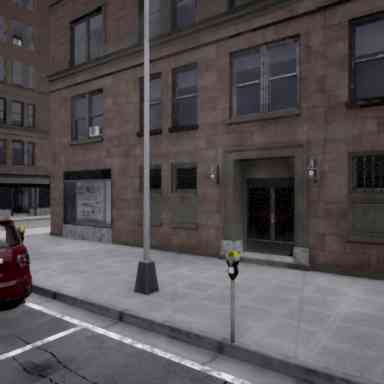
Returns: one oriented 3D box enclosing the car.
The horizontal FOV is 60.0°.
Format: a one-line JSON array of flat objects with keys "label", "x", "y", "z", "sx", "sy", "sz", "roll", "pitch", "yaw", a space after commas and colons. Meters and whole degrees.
[{"label": "car", "x": -5.112, "y": 1.314, "z": 6.444, "sx": 5.009, "sy": 1.841, "sz": 2.192, "roll": 0, "pitch": 0, "yaw": 35}]
